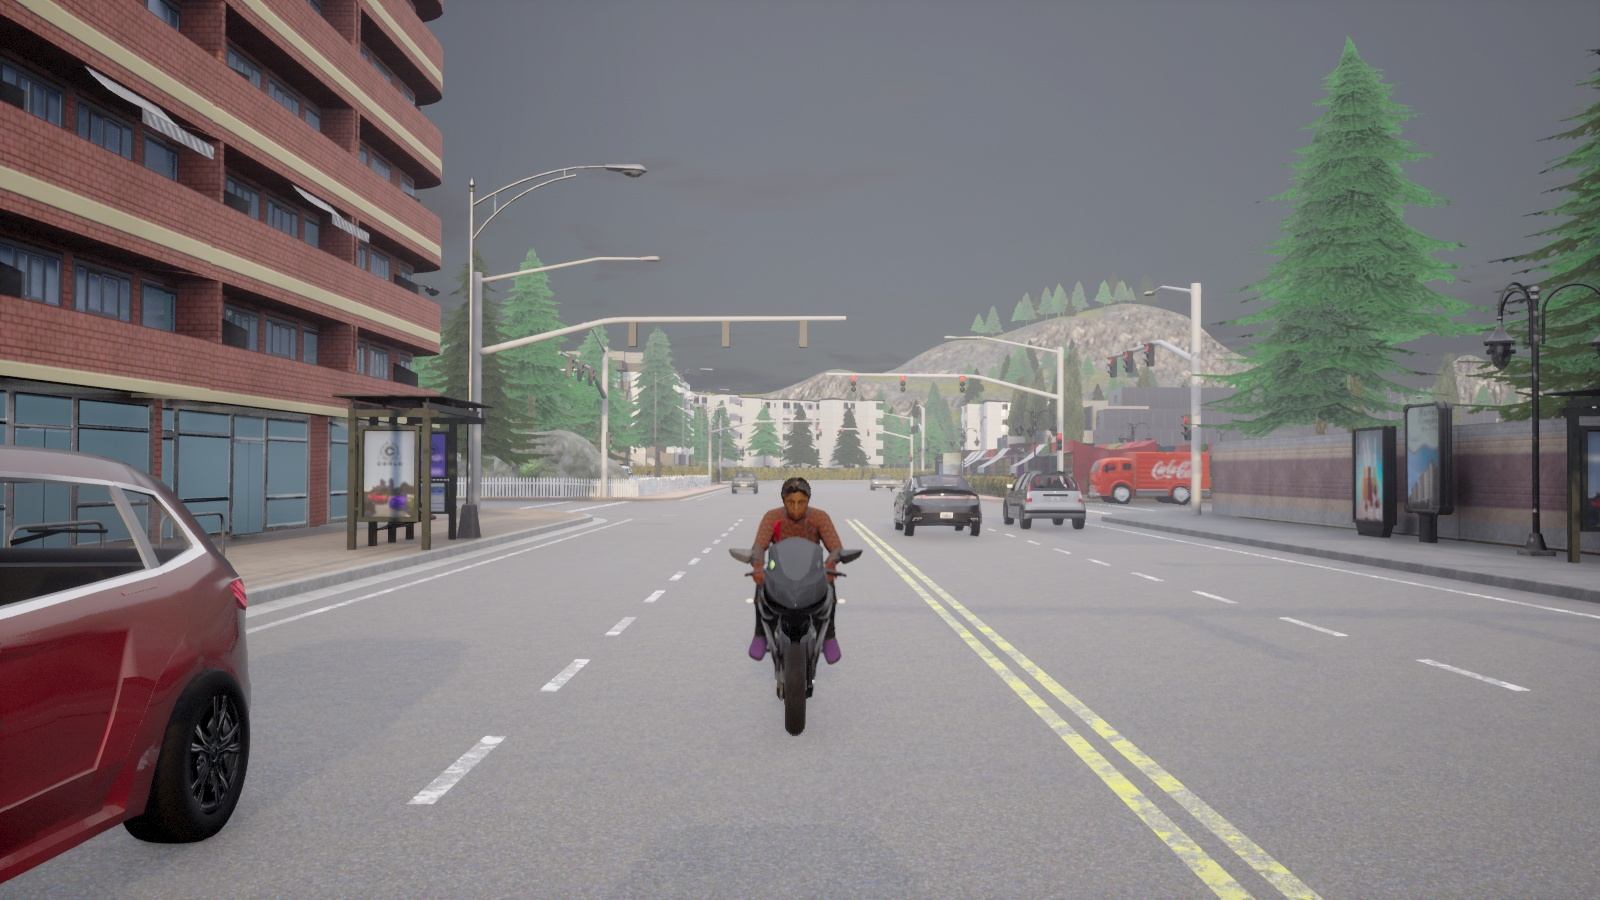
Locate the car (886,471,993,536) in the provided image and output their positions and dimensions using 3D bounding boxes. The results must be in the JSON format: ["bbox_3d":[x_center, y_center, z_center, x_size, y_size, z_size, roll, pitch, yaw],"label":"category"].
[{"bbox_3d":[3.423,1.288,31.691,2.128,1.511,4.902,0,-1,0],"label":"car"}]

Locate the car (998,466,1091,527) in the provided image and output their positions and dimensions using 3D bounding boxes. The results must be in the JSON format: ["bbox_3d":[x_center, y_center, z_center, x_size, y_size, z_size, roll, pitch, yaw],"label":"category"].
[{"bbox_3d":[6.913,1.286,35.846,1.851,1.617,3.988,0,-1,0],"label":"car"}]

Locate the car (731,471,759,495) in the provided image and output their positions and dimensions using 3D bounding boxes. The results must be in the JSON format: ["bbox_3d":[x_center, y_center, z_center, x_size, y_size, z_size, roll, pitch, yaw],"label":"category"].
[{"bbox_3d":[-3.706,2.231,84.984,1.789,1.549,3.705,0,-1,0],"label":"car"}]

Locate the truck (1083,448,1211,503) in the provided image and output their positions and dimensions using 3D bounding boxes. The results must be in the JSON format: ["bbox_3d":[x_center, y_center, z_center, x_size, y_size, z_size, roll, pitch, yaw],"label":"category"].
[{"bbox_3d":[16.191,1.193,58.833,5.204,2.467,2.627,0,-1,-1],"label":"truck"}]

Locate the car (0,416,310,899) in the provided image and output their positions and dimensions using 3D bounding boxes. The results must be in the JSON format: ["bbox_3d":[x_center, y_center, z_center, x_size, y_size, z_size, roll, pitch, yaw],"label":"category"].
[{"bbox_3d":[-3.511,0.737,3.845,2.242,1.667,4.611,0,-1,0],"label":"car"}]

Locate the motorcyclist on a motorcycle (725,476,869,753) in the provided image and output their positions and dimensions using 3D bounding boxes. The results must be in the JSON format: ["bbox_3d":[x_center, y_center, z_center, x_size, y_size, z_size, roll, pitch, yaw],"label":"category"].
[{"bbox_3d":[-0.020,0.931,7.985,0.797,1.523,2.044,0,-1,0],"label":"motorcyclist on a motorcycle"}]
